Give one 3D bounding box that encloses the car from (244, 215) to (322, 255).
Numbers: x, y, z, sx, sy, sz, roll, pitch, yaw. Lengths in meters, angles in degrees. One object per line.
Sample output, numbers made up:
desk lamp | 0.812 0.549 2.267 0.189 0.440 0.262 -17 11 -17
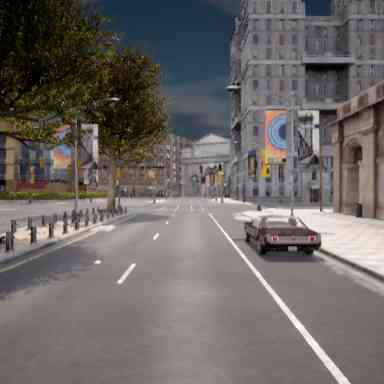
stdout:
car | 3.249 1.552 12.948 1.895 1.301 4.718 0 0 0
